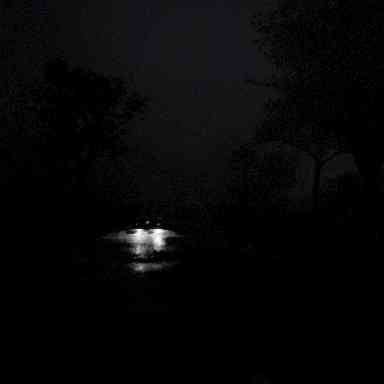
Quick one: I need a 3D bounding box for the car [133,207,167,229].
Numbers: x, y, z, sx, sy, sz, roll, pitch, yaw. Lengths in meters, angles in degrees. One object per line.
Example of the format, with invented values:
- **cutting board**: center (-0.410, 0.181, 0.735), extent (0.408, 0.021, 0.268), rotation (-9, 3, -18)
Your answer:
- **car**: center (-2.847, 1.772, 23.409), extent (1.994, 1.385, 4.181), rotation (0, 0, 1)
